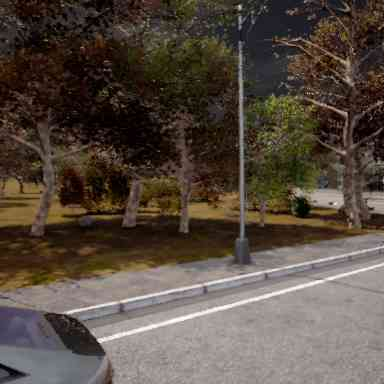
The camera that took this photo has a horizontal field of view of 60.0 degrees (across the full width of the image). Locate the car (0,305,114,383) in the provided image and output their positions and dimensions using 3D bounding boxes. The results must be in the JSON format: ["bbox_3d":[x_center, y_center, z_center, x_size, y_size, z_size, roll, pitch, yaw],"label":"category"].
[{"bbox_3d":[-2.613,1.564,2.120,4.181,1.385,1.994,0,0,-35],"label":"car"}]
